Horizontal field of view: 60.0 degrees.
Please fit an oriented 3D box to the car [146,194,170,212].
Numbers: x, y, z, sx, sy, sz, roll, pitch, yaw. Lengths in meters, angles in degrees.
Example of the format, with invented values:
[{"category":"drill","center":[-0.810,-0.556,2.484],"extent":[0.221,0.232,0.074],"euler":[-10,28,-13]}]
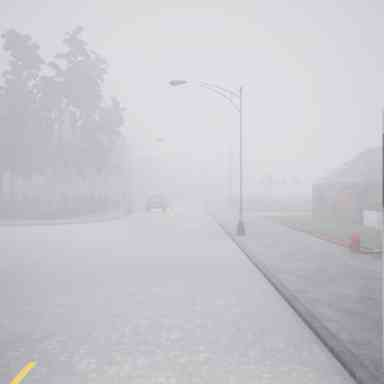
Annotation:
[{"category":"car","center":[-4.247,1.264,40.350],"extent":[2.150,2.045,5.566],"euler":[0,0,0]}]
